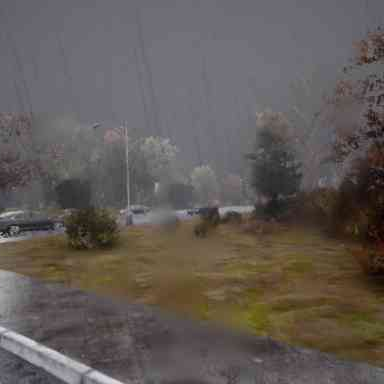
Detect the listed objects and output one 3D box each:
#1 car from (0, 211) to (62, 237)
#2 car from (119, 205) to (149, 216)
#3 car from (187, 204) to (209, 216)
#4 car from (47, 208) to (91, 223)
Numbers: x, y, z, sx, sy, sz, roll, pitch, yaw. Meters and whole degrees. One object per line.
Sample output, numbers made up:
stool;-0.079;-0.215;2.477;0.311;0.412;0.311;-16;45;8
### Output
car;-10.575;1.982;21.583;1.837;1.490;4.892;-3;-2;35
car;-7.870;2.491;45.391;2.128;1.511;4.902;-3;-2;32
car;1.397;2.147;40.060;1.895;1.301;4.718;-3;-2;32
car;-13.428;2.517;36.650;1.994;1.385;4.181;-3;-2;32
